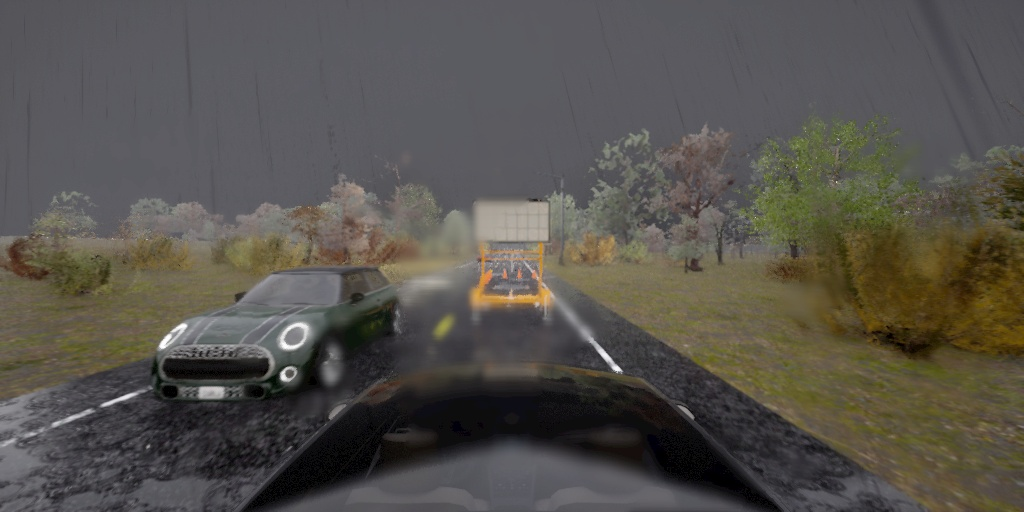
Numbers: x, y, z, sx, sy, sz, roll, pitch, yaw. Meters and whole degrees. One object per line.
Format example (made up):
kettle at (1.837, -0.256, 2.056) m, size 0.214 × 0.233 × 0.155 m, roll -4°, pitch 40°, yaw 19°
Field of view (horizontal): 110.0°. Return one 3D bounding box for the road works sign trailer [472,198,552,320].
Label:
road works sign trailer at (0.002, -0.016, 11.463) m, size 2.380 × 3.560 × 2.880 m, roll 0°, pitch 0°, yaw 0°

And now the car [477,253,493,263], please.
car at (-3.562, 0.252, 48.352) m, size 1.895 × 1.301 × 4.718 m, roll 0°, pitch 1°, yaw 0°

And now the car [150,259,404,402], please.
car at (-3.595, 0.988, 6.521) m, size 2.097 × 1.767 × 4.553 m, roll 0°, pitch 1°, yaw 0°
